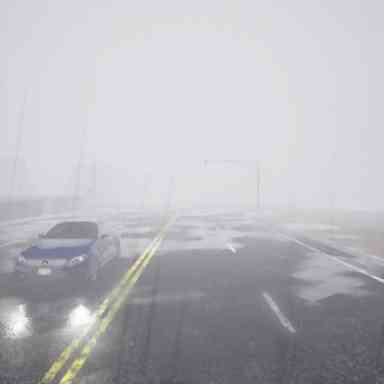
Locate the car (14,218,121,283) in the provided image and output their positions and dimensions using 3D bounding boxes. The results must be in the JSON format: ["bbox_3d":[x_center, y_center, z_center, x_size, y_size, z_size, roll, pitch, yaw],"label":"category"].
[{"bbox_3d":[-3.350,1.556,9.885,1.812,1.442,4.674,0,0,0],"label":"car"}]
